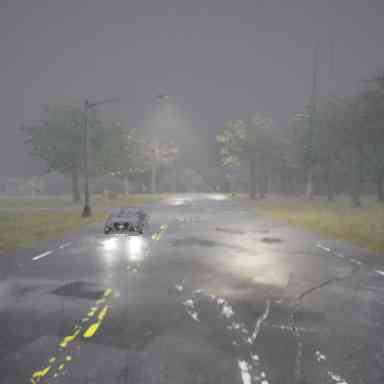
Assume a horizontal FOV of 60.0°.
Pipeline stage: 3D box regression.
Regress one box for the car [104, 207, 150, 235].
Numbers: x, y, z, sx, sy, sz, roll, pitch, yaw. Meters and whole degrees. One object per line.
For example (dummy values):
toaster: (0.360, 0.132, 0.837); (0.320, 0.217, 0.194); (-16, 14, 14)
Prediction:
car: (-3.509, 1.530, 18.484); (1.994, 1.385, 4.181); (0, 0, 0)
